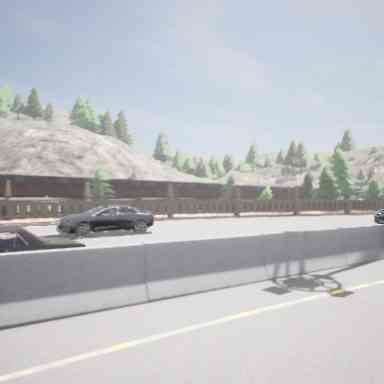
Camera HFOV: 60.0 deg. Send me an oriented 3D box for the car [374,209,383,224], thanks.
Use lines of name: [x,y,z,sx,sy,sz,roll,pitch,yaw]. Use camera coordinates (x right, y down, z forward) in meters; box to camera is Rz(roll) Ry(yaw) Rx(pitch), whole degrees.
car: [14.654,1.398,22.508,4.553,1.767,2.097,0,0,-20]

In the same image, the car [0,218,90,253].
car: [-5.234,1.532,8.217,4.718,1.301,1.895,0,0,-34]

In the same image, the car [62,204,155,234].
car: [-4.292,1.406,17.103,4.902,1.511,2.128,0,0,-31]
